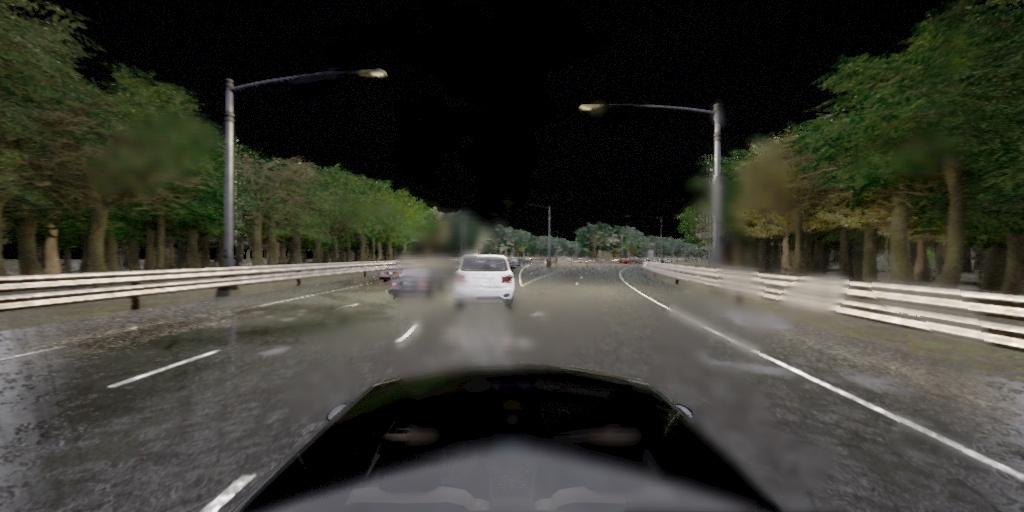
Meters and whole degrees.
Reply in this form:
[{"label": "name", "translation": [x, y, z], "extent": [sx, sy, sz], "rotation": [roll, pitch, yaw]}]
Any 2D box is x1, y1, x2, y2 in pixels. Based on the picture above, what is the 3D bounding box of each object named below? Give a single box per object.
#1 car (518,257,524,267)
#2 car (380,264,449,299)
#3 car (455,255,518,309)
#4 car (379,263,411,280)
[{"label": "car", "translation": [0.485, 1.227, 61.626], "extent": [2.033, 1.411, 5.357], "rotation": [0, 0, 5]}, {"label": "car", "translation": [-4.451, 1.266, 17.797], "extent": [2.033, 1.411, 5.357], "rotation": [0, 0, -1]}, {"label": "car", "translation": [-1.009, 0.961, 14.970], "extent": [2.150, 2.045, 5.566], "rotation": [0, 0, -1]}, {"label": "car", "translation": [-8.190, 1.235, 26.964], "extent": [2.033, 1.411, 5.357], "rotation": [0, 0, 1]}]
